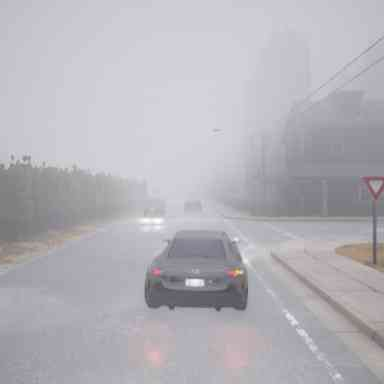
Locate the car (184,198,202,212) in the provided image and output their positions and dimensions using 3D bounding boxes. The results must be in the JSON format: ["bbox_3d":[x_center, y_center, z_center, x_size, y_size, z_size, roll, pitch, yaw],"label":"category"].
[{"bbox_3d":[0.113,1.422,38.518,1.882,1.535,5.008,0,0,0],"label":"car"}]

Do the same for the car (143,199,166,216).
[{"bbox_3d":[-3.570,1.445,32.580,2.128,1.511,4.902,0,0,0],"label":"car"}]

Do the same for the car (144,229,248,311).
[{"bbox_3d":[0.197,1.553,7.823,1.994,1.385,4.181,0,0,4],"label":"car"}]
